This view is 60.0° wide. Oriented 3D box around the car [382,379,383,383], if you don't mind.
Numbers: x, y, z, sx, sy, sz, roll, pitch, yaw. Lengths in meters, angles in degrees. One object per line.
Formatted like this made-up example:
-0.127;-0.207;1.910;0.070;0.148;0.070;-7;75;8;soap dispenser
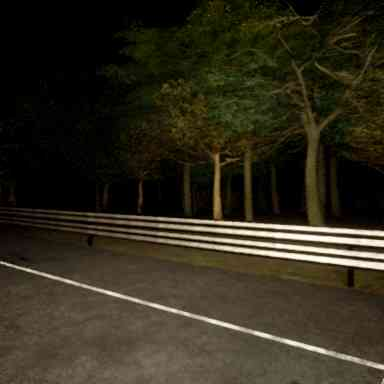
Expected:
3.600;1.505;1.466;4.892;1.490;1.837;0;0;35;car
